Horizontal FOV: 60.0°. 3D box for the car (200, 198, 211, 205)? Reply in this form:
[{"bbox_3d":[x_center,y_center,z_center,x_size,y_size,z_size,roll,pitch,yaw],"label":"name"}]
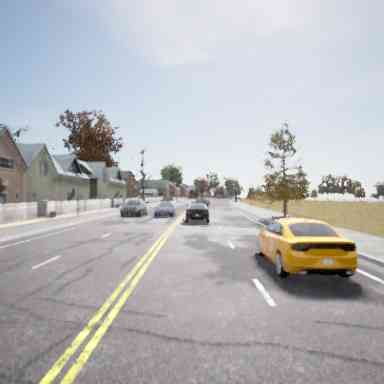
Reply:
[{"bbox_3d":[3.111,2.103,75.288,2.128,1.511,4.902,0,-1,5],"label":"car"}]

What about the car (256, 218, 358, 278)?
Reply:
[{"bbox_3d":[3.305,1.556,10.499,1.882,1.535,5.008,0,0,1],"label":"car"}]

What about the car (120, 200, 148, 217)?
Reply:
[{"bbox_3d":[-5.892,1.592,34.079,2.097,1.767,4.553,0,0,3],"label":"car"}]

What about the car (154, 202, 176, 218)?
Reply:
[{"bbox_3d":[-2.663,1.764,33.492,1.812,1.442,4.674,0,-1,3],"label":"car"}]

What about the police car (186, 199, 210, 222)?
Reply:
[{"bbox_3d":[0.484,1.626,28.176,1.930,1.638,5.238,0,-1,2],"label":"police car"}]
